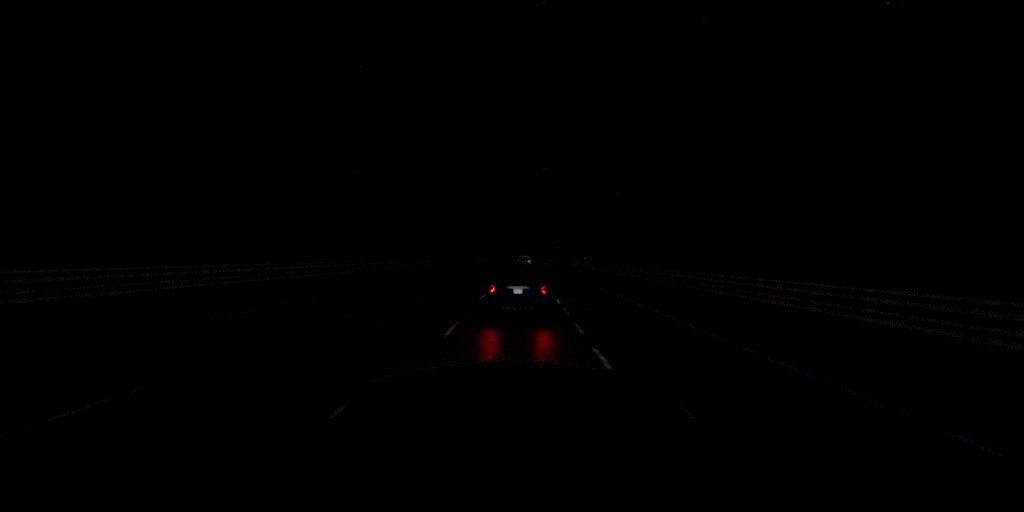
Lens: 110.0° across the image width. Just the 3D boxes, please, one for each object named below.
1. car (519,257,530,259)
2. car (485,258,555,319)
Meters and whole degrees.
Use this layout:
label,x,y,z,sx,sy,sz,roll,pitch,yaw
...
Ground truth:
label,x,y,z,sx,sy,sz,roll,pitch,yaw
car,1.227,1.278,42.096,1.882,1.535,5.008,1,0,3
car,0.251,1.113,13.159,2.097,1.767,4.553,1,0,2
